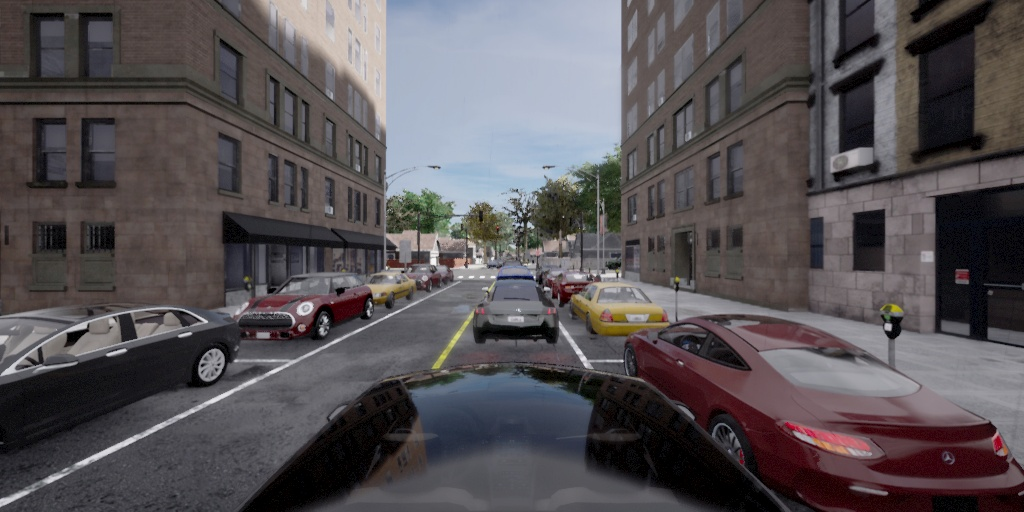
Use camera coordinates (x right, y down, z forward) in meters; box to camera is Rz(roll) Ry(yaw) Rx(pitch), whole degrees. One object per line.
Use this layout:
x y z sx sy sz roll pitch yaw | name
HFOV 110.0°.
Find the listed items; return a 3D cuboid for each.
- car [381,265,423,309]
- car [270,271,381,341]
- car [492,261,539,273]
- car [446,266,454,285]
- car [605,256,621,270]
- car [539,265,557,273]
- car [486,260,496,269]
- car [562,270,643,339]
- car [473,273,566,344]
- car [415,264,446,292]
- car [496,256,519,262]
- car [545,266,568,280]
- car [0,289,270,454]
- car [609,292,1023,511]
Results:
-5.354 1.277 15.086 1.751 1.417 4.829 0 0 0 | car
-5.369 1.190 9.738 1.967 1.591 4.097 0 0 0 | car
0.123 1.231 18.628 1.882 1.535 5.008 0 0 -1 | car
-5.323 1.338 26.295 1.802 1.307 4.207 0 0 0 | car
15.610 0.884 49.213 5.566 2.045 2.150 0 0 0 | car
2.687 1.336 20.755 1.802 1.307 4.207 0 0 0 | car
-2.941 1.328 56.051 2.033 1.411 5.357 0 0 0 | car
2.657 1.276 9.889 1.751 1.417 4.829 0 0 0 | car
0.111 1.314 9.636 1.994 1.385 4.181 0 0 1 | car
-5.338 1.194 20.775 1.967 1.591 4.097 0 0 0 | car
0.071 1.108 27.853 2.097 1.767 4.553 0 0 0 | car
2.671 1.297 15.237 1.888 1.381 4.507 0 0 0 | car
-5.384 1.300 4.219 2.007 1.370 4.403 0 0 0 | car
2.641 1.332 4.201 1.802 1.307 4.207 0 0 0 | car
